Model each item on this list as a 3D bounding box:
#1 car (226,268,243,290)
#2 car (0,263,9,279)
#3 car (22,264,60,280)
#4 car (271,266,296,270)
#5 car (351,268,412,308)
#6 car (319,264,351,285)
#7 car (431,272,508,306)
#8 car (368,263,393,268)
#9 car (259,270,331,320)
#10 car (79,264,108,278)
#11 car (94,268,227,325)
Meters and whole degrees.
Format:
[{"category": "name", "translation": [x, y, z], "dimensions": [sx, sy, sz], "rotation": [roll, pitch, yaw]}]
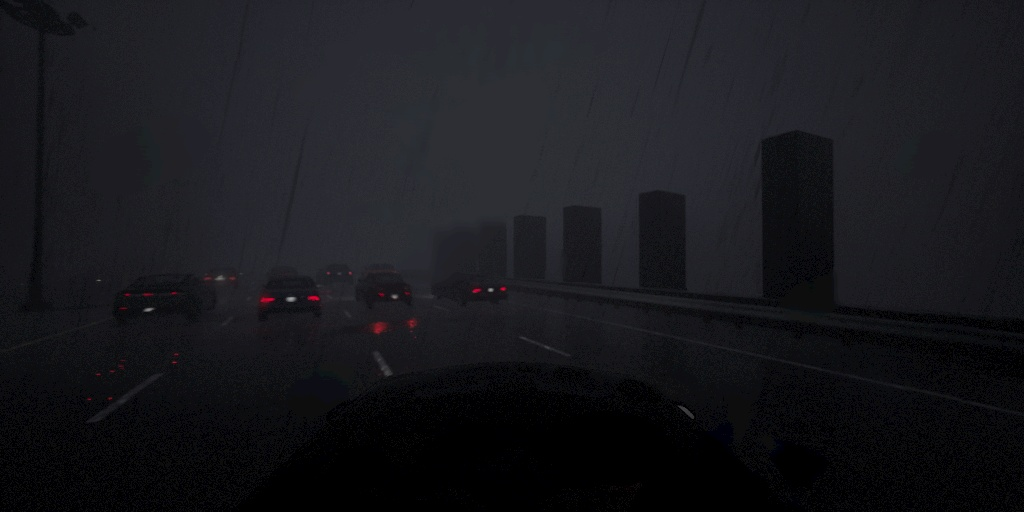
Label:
[{"category": "car", "translation": [-19.652, 1.547, 24.478], "dimensions": [2.033, 1.411, 5.357], "rotation": [1, -1, -36]}, {"category": "car", "translation": [-51.901, 1.447, 35.308], "dimensions": [2.097, 1.767, 4.553], "rotation": [1, -1, -45]}, {"category": "car", "translation": [-49.024, 1.600, 37.376], "dimensions": [1.882, 1.535, 5.008], "rotation": [1, -1, -45]}, {"category": "car", "translation": [-17.812, 1.518, 27.886], "dimensions": [1.882, 1.535, 5.008], "rotation": [1, -1, -36]}, {"category": "car", "translation": [-5.879, 1.441, 16.298], "dimensions": [1.812, 1.442, 4.674], "rotation": [0, -1, -31]}, {"category": "car", "translation": [-14.476, 1.411, 29.252], "dimensions": [2.097, 1.767, 4.553], "rotation": [1, -1, -36]}, {"category": "car", "translation": [-2.156, 1.474, 16.920], "dimensions": [2.033, 1.411, 5.357], "rotation": [0, -1, -31]}, {"category": "car", "translation": [-11.620, 1.437, 31.275], "dimensions": [2.097, 1.767, 4.553], "rotation": [1, -1, -36]}, {"category": "car", "translation": [-8.189, 1.427, 13.369], "dimensions": [2.033, 1.411, 5.357], "rotation": [0, -1, -31]}, {"category": "car", "translation": [-47.220, 1.653, 40.522], "dimensions": [2.128, 1.511, 4.902], "rotation": [1, -1, -45]}, {"category": "car", "translation": [-11.704, 1.358, 12.410], "dimensions": [2.128, 1.511, 4.902], "rotation": [0, -1, -31]}]
